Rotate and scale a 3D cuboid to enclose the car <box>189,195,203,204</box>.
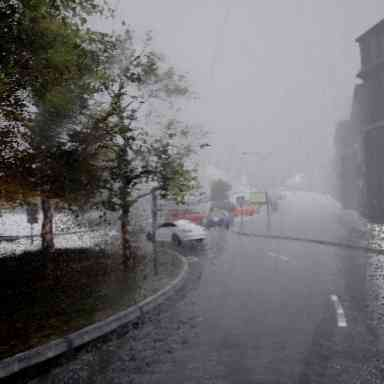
[{"bbox_3d":[-0.744,2.143,66.387,4.792,1.488,2.163,-5,1,1],"label":"car"}]

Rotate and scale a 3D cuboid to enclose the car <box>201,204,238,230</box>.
[{"bbox_3d":[2.648,2.438,30.938,2.097,1.767,4.553,-3,0,16],"label":"car"}]

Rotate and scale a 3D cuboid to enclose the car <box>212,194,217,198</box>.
[{"bbox_3d":[2.327,1.721,74.703,5.008,1.535,2.097,-4,1,0],"label":"car"}]

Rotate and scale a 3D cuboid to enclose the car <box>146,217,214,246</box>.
[{"bbox_3d":[-1.058,2.479,20.753,1.812,1.442,4.674,0,-4,-39],"label":"car"}]

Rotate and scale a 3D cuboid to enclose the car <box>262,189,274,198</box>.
[{"bbox_3d":[17.461,0.430,76.127,2.097,1.767,4.553,-3,1,18],"label":"car"}]

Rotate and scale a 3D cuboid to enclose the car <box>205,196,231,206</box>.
[{"bbox_3d":[4.051,2.065,42.127,2.150,2.045,5.566,-4,2,25],"label":"car"}]

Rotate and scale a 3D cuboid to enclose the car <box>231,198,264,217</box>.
[{"bbox_3d":[6.897,2.009,41.139,2.097,1.767,4.553,-4,1,25],"label":"car"}]

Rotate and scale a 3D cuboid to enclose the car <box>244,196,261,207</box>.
[{"bbox_3d":[10.244,1.630,56.406,1.812,1.442,4.674,-3,1,23],"label":"car"}]

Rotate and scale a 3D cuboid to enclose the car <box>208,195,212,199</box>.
[{"bbox_3d":[1.337,1.889,71.929,4.674,1.452,2.002,-4,1,0],"label":"car"}]

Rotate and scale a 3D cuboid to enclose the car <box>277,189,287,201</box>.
[{"bbox_3d":[16.832,0.833,65.246,2.097,1.767,4.553,-3,1,20],"label":"car"}]

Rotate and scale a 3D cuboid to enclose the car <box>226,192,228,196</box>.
[{"bbox_3d":[6.013,1.244,85.916,4.892,1.521,2.231,-4,1,-2],"label":"car"}]

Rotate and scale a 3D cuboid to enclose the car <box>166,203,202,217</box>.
[{"bbox_3d":[-0.683,2.499,31.146,2.150,2.045,5.566,-3,-1,19],"label":"car"}]

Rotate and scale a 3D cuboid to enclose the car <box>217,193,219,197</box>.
[{"bbox_3d":[3.241,1.476,77.494,4.553,1.767,2.185,-4,1,-1],"label":"car"}]

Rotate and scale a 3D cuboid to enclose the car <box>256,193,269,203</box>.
[{"bbox_3d":[14.059,1.117,66.366,1.882,1.535,5.008,-3,1,20],"label":"car"}]

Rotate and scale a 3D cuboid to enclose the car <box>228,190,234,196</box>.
[{"bbox_3d":[8.508,0.916,94.424,5.008,1.535,2.097,-4,1,-4],"label":"car"}]

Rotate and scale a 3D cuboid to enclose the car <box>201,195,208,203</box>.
[{"bbox_3d":[0.331,1.979,69.148,4.892,1.521,2.231,-5,1,1],"label":"car"}]

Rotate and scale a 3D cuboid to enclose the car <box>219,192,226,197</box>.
[{"bbox_3d":[5.130,1.360,83.097,4.892,1.521,2.231,-4,1,-2],"label":"car"}]

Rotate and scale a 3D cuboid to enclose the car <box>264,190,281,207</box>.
[{"bbox_3d":[12.208,1.245,53.429,2.150,2.045,5.566,-3,0,25],"label":"car"}]
